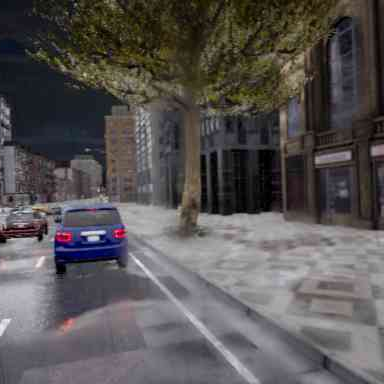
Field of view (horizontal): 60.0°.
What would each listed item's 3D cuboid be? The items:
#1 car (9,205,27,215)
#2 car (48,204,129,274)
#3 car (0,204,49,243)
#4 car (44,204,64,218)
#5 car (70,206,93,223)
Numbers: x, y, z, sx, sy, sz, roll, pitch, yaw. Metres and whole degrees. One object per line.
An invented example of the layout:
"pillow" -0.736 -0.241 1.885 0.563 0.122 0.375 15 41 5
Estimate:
"car" -29.264 2.975 55.941 1.994 1.385 4.181 -2 0 -19
"car" -3.645 1.458 11.903 2.150 2.045 5.566 -2 -1 -19
"car" -9.727 1.864 19.588 2.097 1.767 4.553 -2 0 -19
"car" -17.861 2.434 43.180 2.128 1.511 4.902 -2 0 -19
"car" -10.938 2.207 33.016 1.994 1.385 4.181 -2 0 -19
